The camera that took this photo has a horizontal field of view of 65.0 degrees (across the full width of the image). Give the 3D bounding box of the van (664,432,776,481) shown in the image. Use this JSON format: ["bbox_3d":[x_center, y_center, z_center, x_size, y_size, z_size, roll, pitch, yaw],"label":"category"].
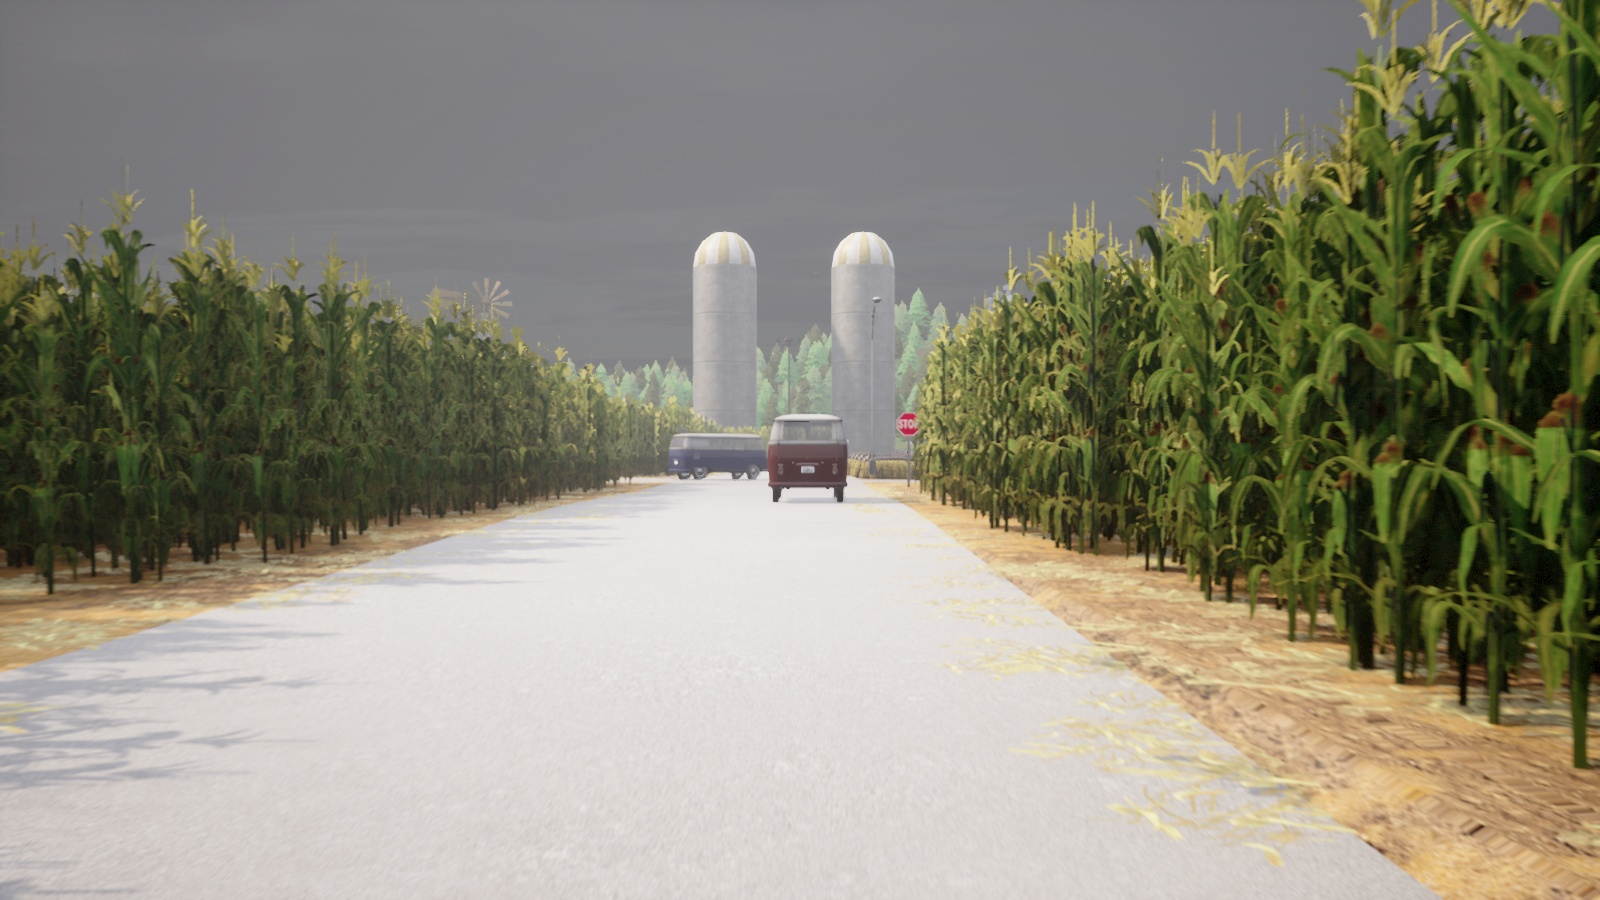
[{"bbox_3d":[-3.399,0.296,53.738,4.442,1.987,1.775,1,0,-31],"label":"van"}]

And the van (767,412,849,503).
[{"bbox_3d":[0.184,0.196,29.639,1.775,1.987,4.442,0,-1,0],"label":"van"}]
